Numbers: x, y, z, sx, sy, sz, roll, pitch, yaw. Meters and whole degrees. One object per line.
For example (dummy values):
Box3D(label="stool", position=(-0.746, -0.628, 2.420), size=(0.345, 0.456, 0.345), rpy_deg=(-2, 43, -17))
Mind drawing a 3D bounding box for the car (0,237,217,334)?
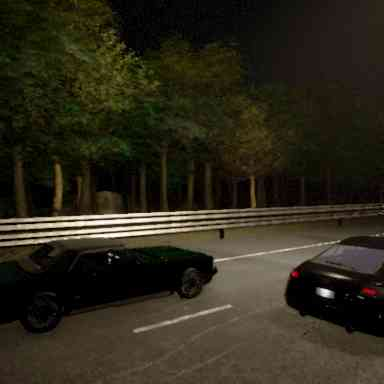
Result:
Box3D(label="car", position=(-1.777, 1.600, 6.776), size=(4.718, 1.301, 1.895), rpy_deg=(0, 0, -36))

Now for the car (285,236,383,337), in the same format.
Box3D(label="car", position=(3.733, 1.562, 6.412), size=(4.181, 1.385, 1.994), rpy_deg=(0, 0, -35))
